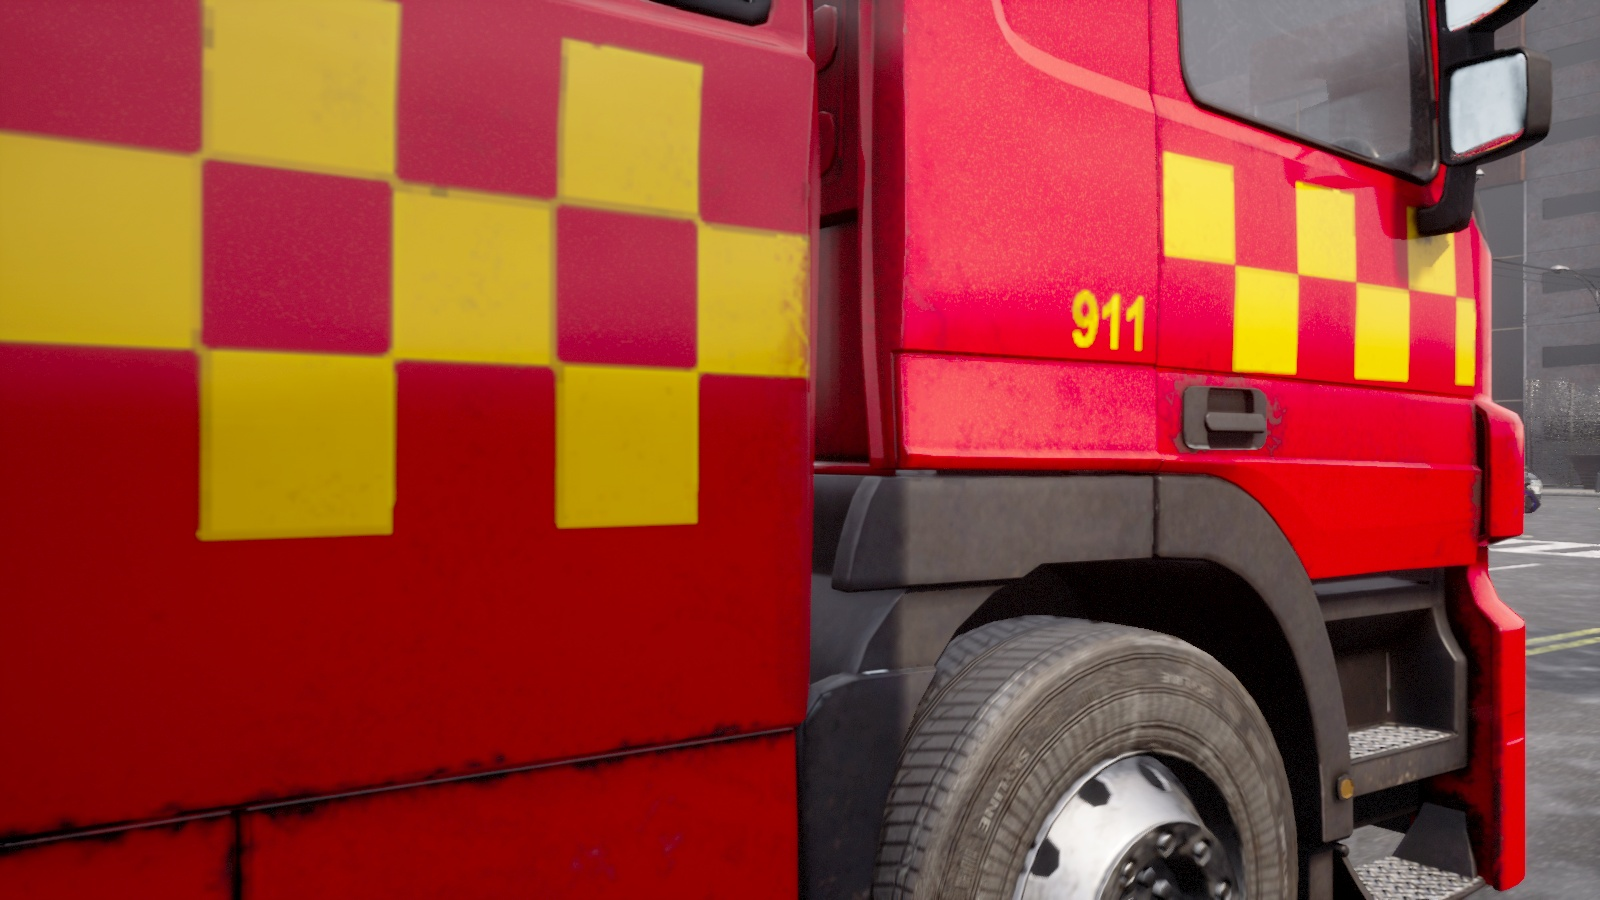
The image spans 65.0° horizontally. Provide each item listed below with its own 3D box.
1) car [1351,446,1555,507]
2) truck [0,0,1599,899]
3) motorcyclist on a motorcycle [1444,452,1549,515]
[{"bbox_3d":[18.844,0.724,36.452,2.033,1.649,4.856,0,0,-34],"label":"car"},{"bbox_3d":[-2.030,-0.410,2.250,8.468,3.827,2.891,0,0,-35],"label":"truck"},{"bbox_3d":[17.689,0.821,31.938,0.866,1.530,2.191,0,0,-34],"label":"motorcyclist on a motorcycle"}]
